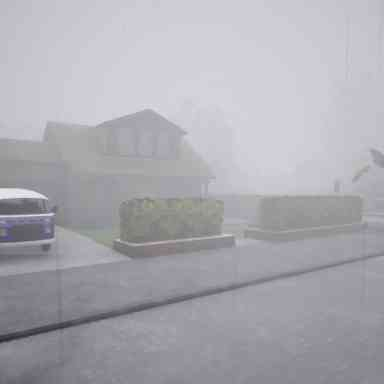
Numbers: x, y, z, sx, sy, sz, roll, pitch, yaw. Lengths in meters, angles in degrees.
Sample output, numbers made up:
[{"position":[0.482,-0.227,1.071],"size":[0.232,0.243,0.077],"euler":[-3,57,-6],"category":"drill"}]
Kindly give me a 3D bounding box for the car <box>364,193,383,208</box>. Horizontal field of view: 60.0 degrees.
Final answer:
[{"position":[23.118,0.985,40.284],"size":[3.866,1.878,1.905],"euler":[0,0,0],"category":"car"}]
